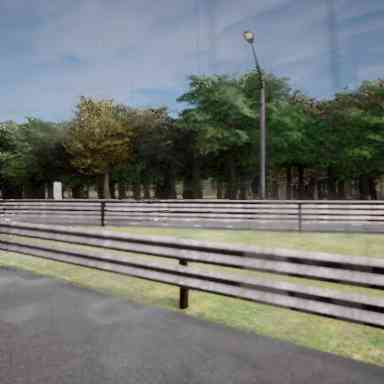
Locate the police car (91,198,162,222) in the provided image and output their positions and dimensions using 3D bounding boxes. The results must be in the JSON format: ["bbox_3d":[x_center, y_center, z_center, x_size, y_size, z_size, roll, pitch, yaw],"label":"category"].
[{"bbox_3d":[-4.620,1.239,22.967,4.974,1.542,2.038,0,-1,20],"label":"police car"}]
